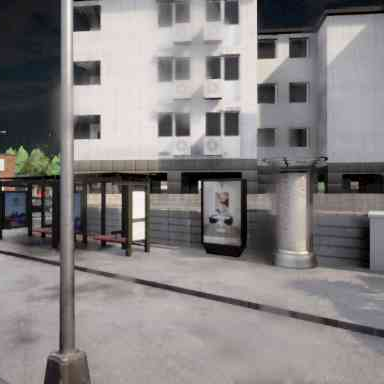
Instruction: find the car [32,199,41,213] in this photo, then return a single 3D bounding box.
[{"bbox_3d":[-16.147,1.505,34.085,1.837,1.490,4.892,0,0,35],"label":"car"}]
